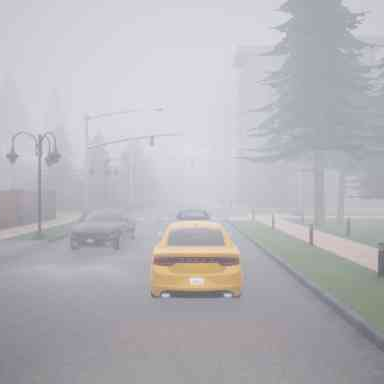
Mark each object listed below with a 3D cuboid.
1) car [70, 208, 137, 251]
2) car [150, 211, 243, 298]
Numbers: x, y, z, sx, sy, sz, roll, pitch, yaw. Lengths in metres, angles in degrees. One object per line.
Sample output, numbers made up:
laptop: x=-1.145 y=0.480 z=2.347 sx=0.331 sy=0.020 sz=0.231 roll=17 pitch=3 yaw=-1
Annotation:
car: x=-3.604 y=1.477 z=14.304 sx=1.882 sy=1.535 sz=5.008 roll=0 pitch=0 yaw=0
car: x=0.084 y=1.478 z=8.553 sx=1.882 sy=1.535 sz=5.008 roll=0 pitch=0 yaw=0
